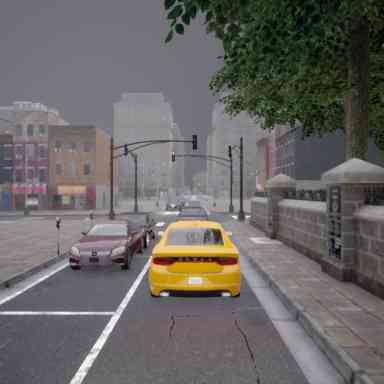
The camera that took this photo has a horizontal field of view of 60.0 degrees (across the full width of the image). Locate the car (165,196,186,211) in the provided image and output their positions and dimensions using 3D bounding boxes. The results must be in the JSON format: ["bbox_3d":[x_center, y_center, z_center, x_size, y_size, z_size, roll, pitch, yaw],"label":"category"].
[{"bbox_3d":[-2.222,1.482,41.666,2.128,1.511,4.902,0,0,0],"label":"car"}]

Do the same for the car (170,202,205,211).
[{"bbox_3d":[0.034,1.546,19.088,2.033,1.411,5.357,0,0,0],"label":"car"}]

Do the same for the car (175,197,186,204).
[{"bbox_3d":[-2.157,1.585,64.242,1.895,1.301,4.718,0,0,0],"label":"car"}]

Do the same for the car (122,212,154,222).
[{"bbox_3d":[-2.614,1.565,14.668,1.947,1.339,4.313,0,0,0],"label":"car"}]

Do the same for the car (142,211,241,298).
[{"bbox_3d":[0.080,1.477,8.598,1.882,1.535,5.008,0,0,0],"label":"car"}]

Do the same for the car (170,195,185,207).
[{"bbox_3d":[-2.204,1.340,51.601,2.097,1.767,4.553,0,0,0],"label":"car"}]

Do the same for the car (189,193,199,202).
[{"bbox_3d":[0.395,1.508,66.876,1.812,1.442,4.674,0,0,0],"label":"car"}]

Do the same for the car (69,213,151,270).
[{"bbox_3d":[-2.620,1.581,11.005,1.802,1.307,4.206,0,0,0],"label":"car"}]
